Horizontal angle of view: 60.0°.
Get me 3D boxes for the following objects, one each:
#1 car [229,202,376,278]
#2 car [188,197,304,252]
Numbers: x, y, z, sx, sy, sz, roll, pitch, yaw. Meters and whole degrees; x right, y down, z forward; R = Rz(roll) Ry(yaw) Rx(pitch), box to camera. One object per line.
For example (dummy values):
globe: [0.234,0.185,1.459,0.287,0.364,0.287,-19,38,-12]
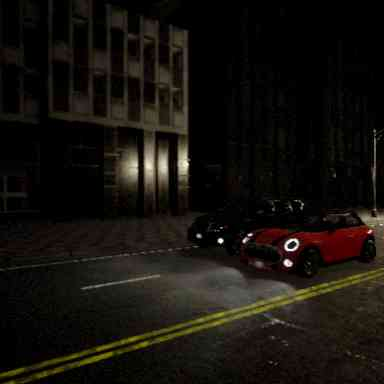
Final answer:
car: [3.633,1.350,10.233,4.553,1.767,2.097,0,0,-35]
car: [2.512,1.223,13.422,5.566,2.045,2.150,0,0,-35]
